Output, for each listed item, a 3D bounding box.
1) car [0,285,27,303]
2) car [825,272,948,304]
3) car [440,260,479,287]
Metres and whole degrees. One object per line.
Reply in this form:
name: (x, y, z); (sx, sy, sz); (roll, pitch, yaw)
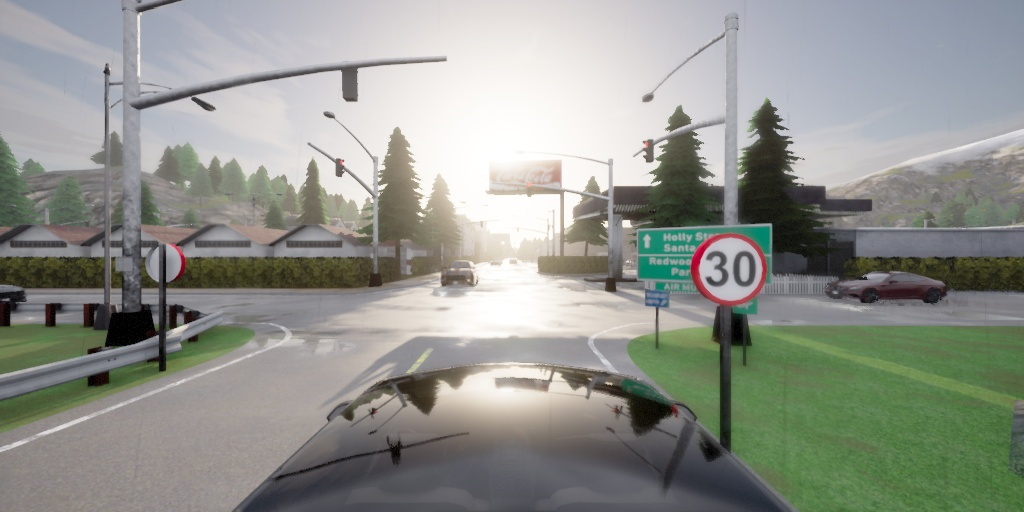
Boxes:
car: (-21.870, 1.418, 13.762); (5.008, 1.535, 1.882); (0, 0, 1)
car: (17.690, 1.466, 17.017); (4.674, 1.442, 1.812); (0, 0, 0)
car: (-3.527, 1.101, 24.709); (2.097, 1.767, 4.553); (0, 0, 0)
